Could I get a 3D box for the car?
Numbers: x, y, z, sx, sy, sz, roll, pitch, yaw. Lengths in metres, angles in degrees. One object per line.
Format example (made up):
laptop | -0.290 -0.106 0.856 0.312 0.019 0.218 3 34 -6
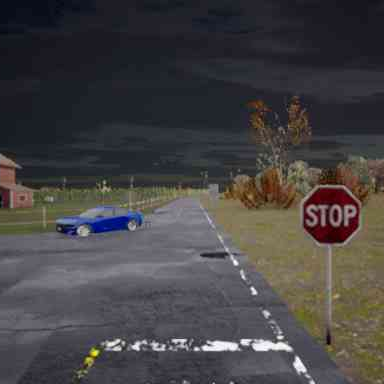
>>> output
car | -5.063 1.567 18.780 1.882 1.535 5.008 3 3 42
